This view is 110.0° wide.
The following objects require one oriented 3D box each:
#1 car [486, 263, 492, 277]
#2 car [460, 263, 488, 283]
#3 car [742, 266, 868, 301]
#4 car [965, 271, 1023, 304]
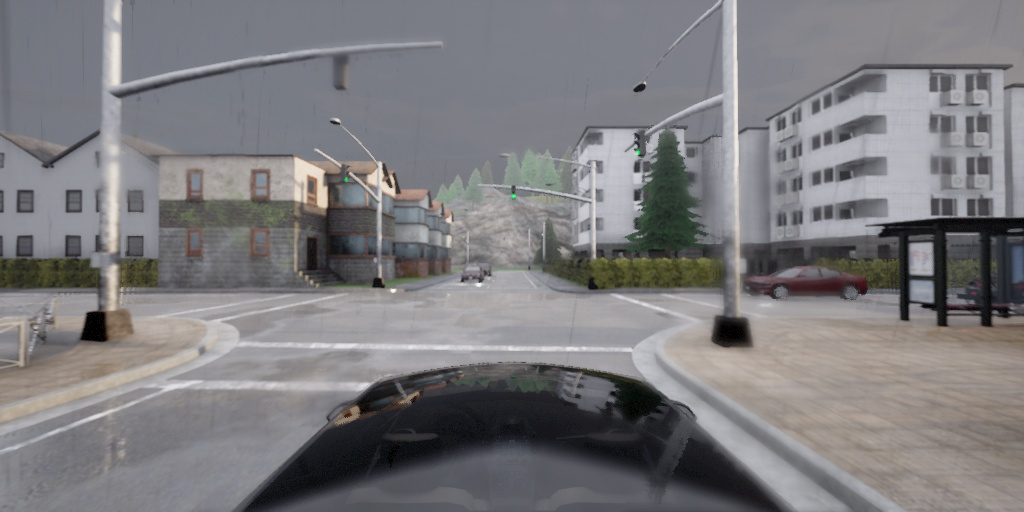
[{"bbox_3d":[-3.594,1.614,43.818,2.097,1.767,4.553,0,-1,0],"label":"car"},{"bbox_3d":[-3.601,1.663,33.509,1.812,1.442,4.674,0,-1,0],"label":"car"},{"bbox_3d":[13.577,1.235,16.825,5.008,1.535,1.882,0,-1,1],"label":"car"},{"bbox_3d":[19.877,1.218,13.196,4.892,1.490,1.837,0,-1,0],"label":"car"}]
